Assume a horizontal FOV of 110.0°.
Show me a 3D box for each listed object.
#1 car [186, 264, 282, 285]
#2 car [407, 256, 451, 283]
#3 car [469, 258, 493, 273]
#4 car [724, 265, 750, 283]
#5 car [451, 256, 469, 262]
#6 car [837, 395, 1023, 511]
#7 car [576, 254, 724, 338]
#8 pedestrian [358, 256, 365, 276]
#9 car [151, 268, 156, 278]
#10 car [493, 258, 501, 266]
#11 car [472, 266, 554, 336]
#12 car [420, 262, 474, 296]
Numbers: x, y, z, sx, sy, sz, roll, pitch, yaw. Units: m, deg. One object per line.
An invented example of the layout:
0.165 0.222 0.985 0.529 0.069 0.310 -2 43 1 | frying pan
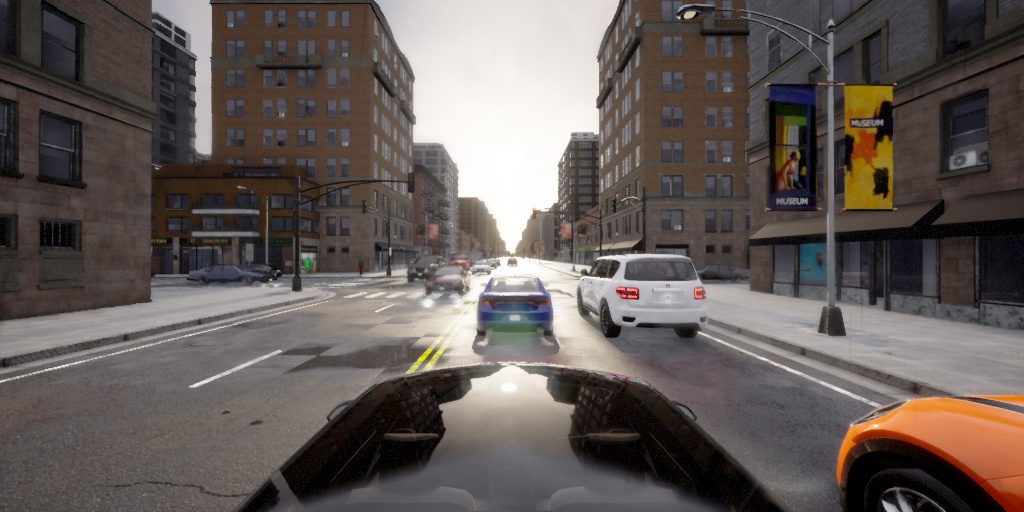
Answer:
-19.642 1.290 25.257 5.357 1.411 2.033 0 0 0 | car
-6.593 0.986 28.417 2.150 2.045 5.566 0 0 0 | car
-3.290 1.275 38.890 1.812 1.442 4.674 0 0 -2 | car
15.848 1.338 28.364 5.357 1.411 2.033 0 0 0 | car
-6.589 0.969 45.024 2.150 2.045 5.566 0 0 1 | car
3.344 1.102 0.618 2.097 1.767 4.553 0 0 0 | car
3.334 0.972 10.328 2.150 2.045 5.566 0 0 0 | car
-14.134 0.919 33.590 0.375 1.860 0.375 0 0 0 | pedestrian
-33.140 1.343 30.815 4.207 1.307 1.802 0 0 0 | car
-3.326 1.238 56.013 2.128 1.511 4.902 0 0 0 | car
0.083 1.228 10.467 1.882 1.535 5.008 0 0 0 | car
-3.343 1.273 19.415 1.812 1.442 4.674 0 0 0 | car
